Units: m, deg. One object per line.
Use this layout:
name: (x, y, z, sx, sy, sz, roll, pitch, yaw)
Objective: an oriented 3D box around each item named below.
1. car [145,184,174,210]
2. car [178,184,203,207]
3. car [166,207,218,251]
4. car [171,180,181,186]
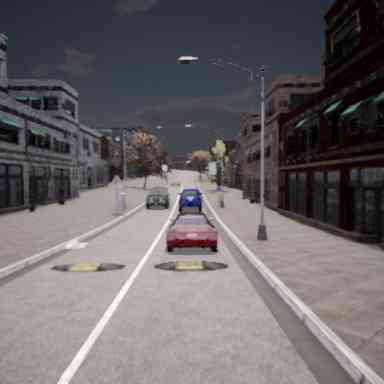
car: (-3.353, 0.566, 33.651, 2.150, 2.045, 5.566, 0, 3, 0)
car: (-0.147, 0.635, 32.300, 2.150, 2.045, 5.566, 0, 3, 0)
car: (-0.009, 1.530, 13.985, 1.994, 1.385, 4.181, 0, 0, 0)
car: (-3.579, -1.888, 74.231, 1.994, 1.385, 4.181, 0, 4, 0)
